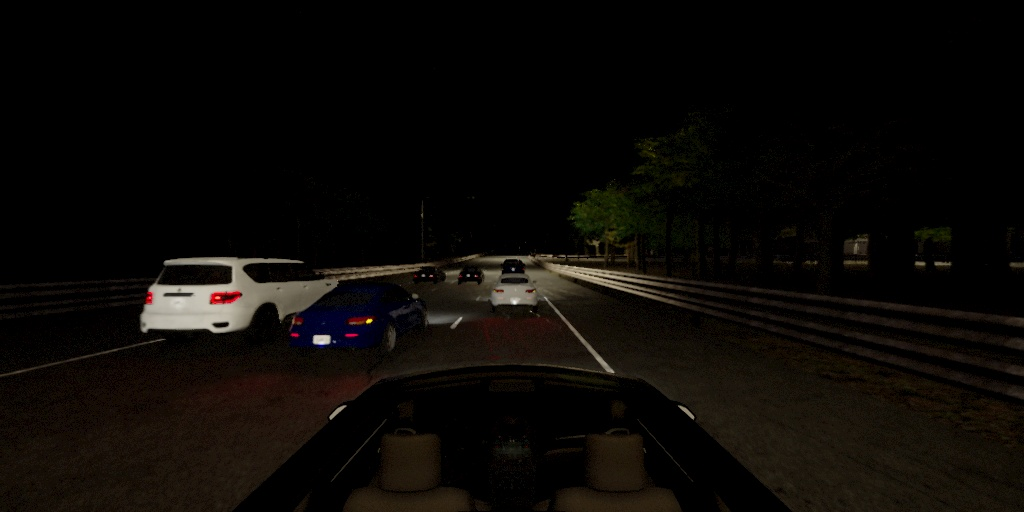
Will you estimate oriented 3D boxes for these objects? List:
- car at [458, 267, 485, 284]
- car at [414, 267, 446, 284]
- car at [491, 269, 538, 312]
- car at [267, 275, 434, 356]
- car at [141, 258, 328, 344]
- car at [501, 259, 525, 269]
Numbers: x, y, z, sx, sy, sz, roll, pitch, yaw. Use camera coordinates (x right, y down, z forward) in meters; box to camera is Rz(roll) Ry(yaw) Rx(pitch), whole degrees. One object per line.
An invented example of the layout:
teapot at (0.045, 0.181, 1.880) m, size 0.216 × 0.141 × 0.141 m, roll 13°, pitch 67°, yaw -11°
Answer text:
car at (-3.402, 1.616, 30.403) m, size 2.033 × 1.411 × 5.357 m, roll 0°, pitch -1°, yaw 0°
car at (-6.903, 1.616, 30.398) m, size 2.033 × 1.411 × 5.357 m, roll 0°, pitch -1°, yaw 0°
car at (0.098, 1.437, 15.148) m, size 1.812 × 1.442 × 4.674 m, roll 0°, pitch -1°, yaw 0°
car at (-3.404, 1.363, 8.744) m, size 1.812 × 1.442 × 4.674 m, roll 0°, pitch -1°, yaw 0°
car at (-6.901, 1.075, 10.103) m, size 2.150 × 2.045 × 5.566 m, roll 0°, pitch -1°, yaw 0°
car at (0.098, 1.327, 34.347) m, size 2.150 × 2.045 × 5.566 m, roll 0°, pitch -1°, yaw 0°
